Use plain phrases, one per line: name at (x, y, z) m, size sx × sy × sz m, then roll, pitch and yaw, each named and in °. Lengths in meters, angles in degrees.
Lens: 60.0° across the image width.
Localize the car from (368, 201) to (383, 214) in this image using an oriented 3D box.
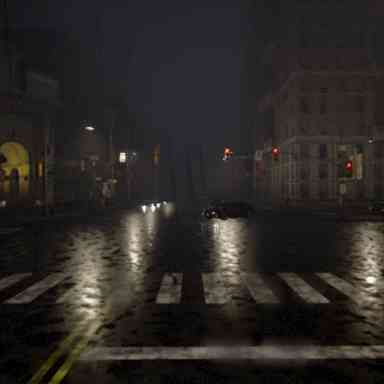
car at (20.836, 1.485, 34.341) m, size 4.902 × 1.511 × 2.128 m, roll 0°, pitch 0°, yaw 0°

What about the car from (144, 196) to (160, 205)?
car at (-6.995, 1.590, 56.302) m, size 1.895 × 1.301 × 4.718 m, roll 0°, pitch 0°, yaw 1°

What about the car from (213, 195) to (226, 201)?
car at (7.131, 1.484, 85.560) m, size 1.837 × 1.490 × 4.892 m, roll 0°, pitch 0°, yaw 25°

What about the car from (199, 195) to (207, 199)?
car at (3.346, 1.508, 85.626) m, size 1.812 × 1.442 × 4.674 m, roll 0°, pitch 0°, yaw 22°

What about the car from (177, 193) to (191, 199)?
car at (-2.042, 1.183, 90.780) m, size 2.150 × 2.045 × 5.566 m, roll 0°, pitch 0°, yaw 25°

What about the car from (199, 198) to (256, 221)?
car at (3.072, 1.500, 26.929) m, size 4.892 × 1.490 × 1.837 m, roll 0°, pitch -2°, yaw -38°

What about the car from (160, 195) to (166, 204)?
car at (-6.958, 1.479, 65.940) m, size 2.128 × 1.511 × 4.902 m, roll 0°, pitch 0°, yaw 1°

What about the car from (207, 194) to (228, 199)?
car at (3.648, 1.495, 48.307) m, size 1.837 × 1.490 × 4.892 m, roll -1°, pitch 0°, yaw -2°

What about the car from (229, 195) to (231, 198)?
car at (8.299, 1.448, 94.613) m, size 1.882 × 1.535 × 5.008 m, roll 0°, pitch 0°, yaw 38°

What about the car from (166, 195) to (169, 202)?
car at (-6.416, 1.511, 76.092) m, size 2.128 × 1.511 × 4.902 m, roll 0°, pitch 0°, yaw 7°

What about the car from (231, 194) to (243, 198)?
car at (12.525, 1.336, 94.400) m, size 2.097 × 1.767 × 4.553 m, roll 0°, pitch 0°, yaw 41°
